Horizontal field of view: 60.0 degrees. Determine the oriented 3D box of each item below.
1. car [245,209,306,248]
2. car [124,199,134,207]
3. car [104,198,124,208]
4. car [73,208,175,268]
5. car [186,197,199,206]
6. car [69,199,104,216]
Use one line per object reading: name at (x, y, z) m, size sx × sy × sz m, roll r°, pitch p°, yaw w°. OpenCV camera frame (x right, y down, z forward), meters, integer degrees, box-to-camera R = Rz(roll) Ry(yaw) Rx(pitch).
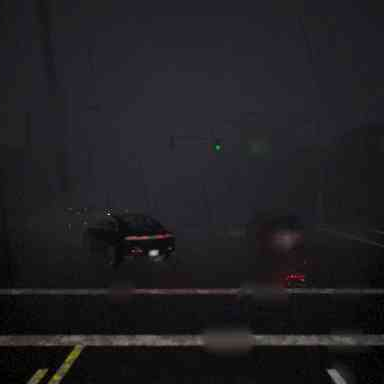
car at (3.605, 1.527, 14.965) m, size 1.837 × 1.490 × 4.892 m, roll 0°, pitch 0°, yaw 0°
car at (-10.534, 1.676, 52.432) m, size 1.895 × 1.301 × 4.718 m, roll 0°, pitch 0°, yaw 0°
car at (-10.579, 1.552, 42.460) m, size 2.128 × 1.511 × 4.902 m, roll 0°, pitch 0°, yaw 0°
car at (-2.352, 1.508, 11.494) m, size 2.128 × 1.511 × 4.902 m, roll 1°, pitch 0°, yaw -31°
car at (0.113, 1.571, 55.756) m, size 2.128 × 1.511 × 4.902 m, roll 0°, pitch 0°, yaw 0°
car at (-10.592, 1.648, 33.119) m, size 1.895 × 1.301 × 4.718 m, roll 0°, pitch 0°, yaw 0°
